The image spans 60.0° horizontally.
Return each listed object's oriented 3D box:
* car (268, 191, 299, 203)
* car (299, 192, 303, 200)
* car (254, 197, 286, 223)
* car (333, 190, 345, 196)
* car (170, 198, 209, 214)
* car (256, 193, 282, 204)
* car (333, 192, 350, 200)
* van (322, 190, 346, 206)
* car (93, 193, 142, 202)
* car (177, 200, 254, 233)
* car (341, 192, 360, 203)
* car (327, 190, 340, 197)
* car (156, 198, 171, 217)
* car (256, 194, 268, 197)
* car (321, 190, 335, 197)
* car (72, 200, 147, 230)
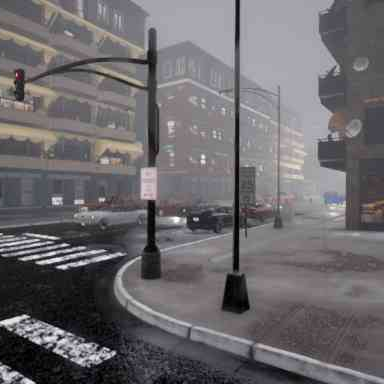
[{"bbox_3d":[11.488,0.716,42.339,2.097,1.767,4.553,1,1,36],"label":"car"},{"bbox_3d":[17.000,0.717,54.718,1.947,1.339,4.313,2,2,35],"label":"car"},{"bbox_3d":[4.598,1.282,22.529,1.802,1.307,4.206,2,2,35],"label":"car"},{"bbox_3d":[36.233,0.254,82.053,1.802,1.307,4.206,2,2,35],"label":"car"},{"bbox_3d":[0.529,1.201,26.843,1.994,1.385,4.181,1,1,34],"label":"car"},{"bbox_3d":[10.589,0.878,45.606,1.947,1.339,4.313,2,2,35],"label":"car"},{"bbox_3d":[25.659,0.699,56.983,1.895,1.301,4.718,1,1,35],"label":"car"},{"bbox_3d":[17.422,0.720,40.748,1.690,1.788,3.998,2,2,35],"label":"van"},{"bbox_3d":[-5.436,1.029,22.821,2.192,1.841,5.009,2,2,35],"label":"car"},{"bbox_3d":[1.392,1.347,17.973,1.947,1.339,4.313,2,2,35],"label":"car"},{"bbox_3d":[23.831,0.763,49.863,1.887,1.381,4.507,2,2,35],"label":"car"},{"bbox_3d":[33.027,0.334,77.497,1.802,1.307,4.206,2,2,35],"label":"car"},{"bbox_3d":[-2.233,1.178,27.383,1.887,1.381,4.507,2,2,35],"label":"car"},{"bbox_3d":[5.782,1.011,34.279,1.837,1.490,4.892,1,1,35],"label":"car"},{"bbox_3d":[29.822,0.376,72.941,1.887,1.381,4.507,2,2,35],"label":"car"},{"bbox_3d":[-4.565,1.366,19.578,1.895,1.301,4.718,1,1,35],"label":"car"}]
